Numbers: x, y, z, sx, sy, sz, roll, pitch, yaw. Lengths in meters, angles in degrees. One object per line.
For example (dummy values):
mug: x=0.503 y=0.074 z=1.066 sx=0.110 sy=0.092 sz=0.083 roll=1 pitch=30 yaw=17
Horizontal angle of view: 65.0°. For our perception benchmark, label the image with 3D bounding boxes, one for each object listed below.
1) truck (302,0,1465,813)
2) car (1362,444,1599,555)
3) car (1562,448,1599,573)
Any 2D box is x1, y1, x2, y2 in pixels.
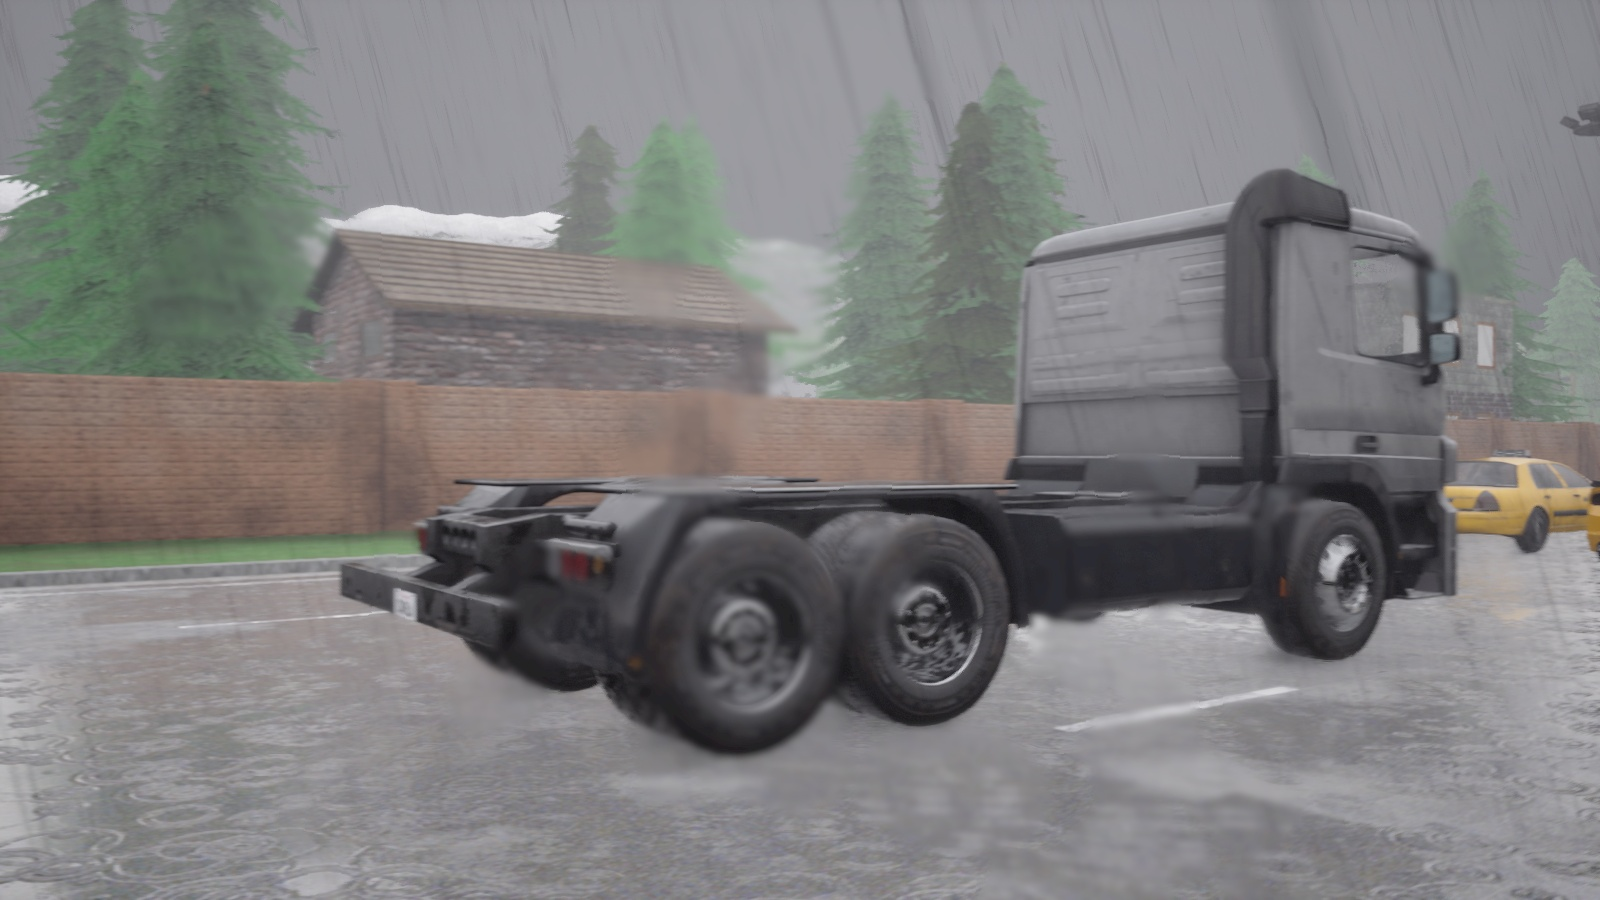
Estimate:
truck: x=1.074 y=-0.218 z=8.675 sx=7.936 sy=3.462 sz=2.891 roll=0 pitch=0 yaw=-35
car: x=11.360 y=0.710 z=20.095 sx=5.366 sy=1.575 sz=1.801 roll=0 pitch=0 yaw=-35
car: x=12.131 y=0.738 z=16.367 sx=5.008 sy=1.535 sz=1.882 roll=0 pitch=0 yaw=-35
